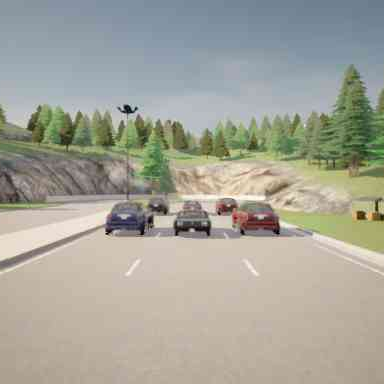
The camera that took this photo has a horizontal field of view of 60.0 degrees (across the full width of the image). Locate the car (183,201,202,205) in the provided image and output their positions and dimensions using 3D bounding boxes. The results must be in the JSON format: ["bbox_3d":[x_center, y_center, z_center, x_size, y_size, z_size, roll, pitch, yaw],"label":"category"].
[{"bbox_3d":[0.049,1.565,34.460,1.994,1.385,4.181,0,0,1],"label":"car"}]

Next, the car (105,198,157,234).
[{"bbox_3d":[-3.454,1.351,19.158,2.097,1.767,4.553,0,0,1],"label":"car"}]

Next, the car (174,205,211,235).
[{"bbox_3d":[0.041,1.601,18.640,1.895,1.301,4.718,0,0,1],"label":"car"}]

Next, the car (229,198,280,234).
[{"bbox_3d":[3.546,1.351,19.157,2.097,1.767,4.553,0,0,1],"label":"car"}]

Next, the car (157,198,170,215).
[{"bbox_3d":[-3.453,1.351,34.153,2.097,1.767,4.553,0,0,1],"label":"car"}]

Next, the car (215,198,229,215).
[{"bbox_3d":[3.546,1.351,34.154,2.097,1.767,4.553,0,0,1],"label":"car"}]
